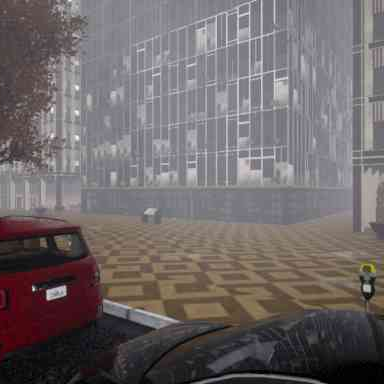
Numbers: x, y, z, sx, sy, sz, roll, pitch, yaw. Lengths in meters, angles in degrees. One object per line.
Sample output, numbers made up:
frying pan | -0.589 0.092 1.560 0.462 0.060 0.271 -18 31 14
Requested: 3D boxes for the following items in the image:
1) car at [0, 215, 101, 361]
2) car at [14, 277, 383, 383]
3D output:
car | -3.596 1.315 5.451 5.009 1.841 2.192 0 0 36
car | 0.896 1.566 2.238 4.313 1.339 1.947 0 0 36
